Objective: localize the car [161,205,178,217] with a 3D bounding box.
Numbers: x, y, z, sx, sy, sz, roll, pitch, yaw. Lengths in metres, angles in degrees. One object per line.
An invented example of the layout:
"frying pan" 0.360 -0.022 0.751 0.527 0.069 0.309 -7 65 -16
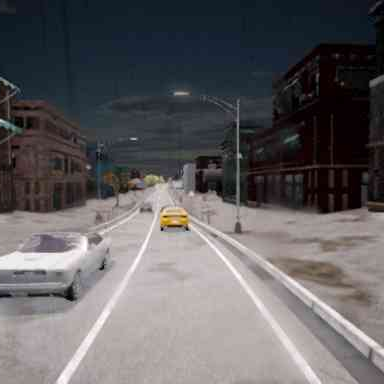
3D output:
"car" -2.928 2.349 42.142 1.994 1.385 4.181 0 0 -5

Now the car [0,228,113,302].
"car" -3.367 1.656 8.471 1.895 1.301 4.718 0 -1 -3

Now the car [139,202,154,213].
"car" -6.777 2.289 49.505 1.837 1.490 4.892 1 0 -5

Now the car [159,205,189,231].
"car" -1.316 1.863 23.905 1.882 1.535 5.008 0 -2 -5
